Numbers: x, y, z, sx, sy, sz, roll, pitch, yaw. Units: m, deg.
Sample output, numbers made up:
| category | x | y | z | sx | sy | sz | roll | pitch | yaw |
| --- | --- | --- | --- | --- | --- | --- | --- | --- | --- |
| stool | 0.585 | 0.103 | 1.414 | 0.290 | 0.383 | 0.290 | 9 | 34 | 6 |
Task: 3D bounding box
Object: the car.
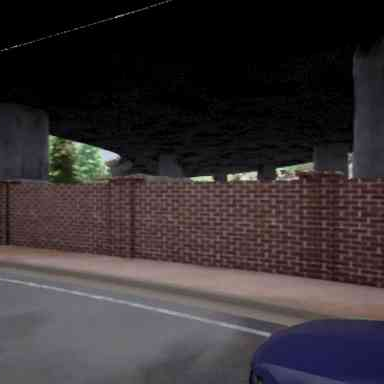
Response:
| category | x | y | z | sx | sy | sz | roll | pitch | yaw |
| --- | --- | --- | --- | --- | --- | --- | --- | --- | --- |
| car | 2.591 | 1.502 | 1.954 | 4.674 | 1.442 | 1.812 | 0 | 0 | 36 |
